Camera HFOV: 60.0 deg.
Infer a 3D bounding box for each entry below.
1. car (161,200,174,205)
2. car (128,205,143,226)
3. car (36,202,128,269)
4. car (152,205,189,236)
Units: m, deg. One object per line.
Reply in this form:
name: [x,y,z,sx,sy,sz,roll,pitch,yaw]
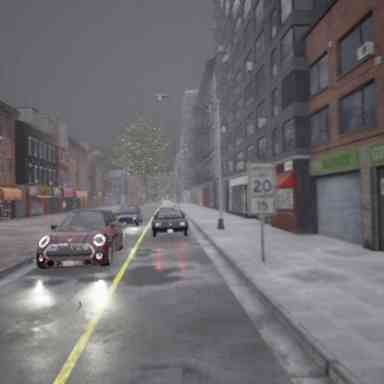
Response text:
car: [-3.445,1.894,47.249,1.812,1.442,4.674,-1,-1,-4]
car: [-4.654,1.696,24.637,2.033,1.411,5.357,-1,0,-4]
car: [-3.666,1.436,11.633,2.097,1.767,4.553,-1,0,-4]
car: [-1.261,1.665,18.844,1.895,1.301,4.718,-1,0,-4]
